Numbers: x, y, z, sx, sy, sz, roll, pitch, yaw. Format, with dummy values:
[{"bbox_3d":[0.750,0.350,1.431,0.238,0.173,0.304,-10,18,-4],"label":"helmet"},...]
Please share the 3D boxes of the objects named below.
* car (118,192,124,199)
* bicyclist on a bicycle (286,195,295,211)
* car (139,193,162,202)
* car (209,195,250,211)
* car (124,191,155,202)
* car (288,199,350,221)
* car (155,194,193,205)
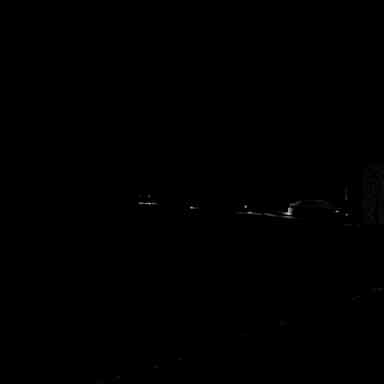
[{"bbox_3d":[-12.266,0.625,61.393,1.812,1.442,4.674,1,1,-35],"label":"car"},{"bbox_3d":[10.265,1.137,34.393,1.656,1.620,0.582,0,1,-35],"label":"bicyclist on a bicycle"},{"bbox_3d":[-6.746,0.818,53.517,1.994,1.385,4.181,1,1,-34],"label":"car"},{"bbox_3d":[3.670,1.084,33.421,2.128,1.511,4.902,1,1,-35],"label":"car"},{"bbox_3d":[-8.063,0.609,50.401,2.097,1.767,4.553,1,1,-34],"label":"car"},{"bbox_3d":[9.458,1.284,25.087,1.812,1.442,4.674,1,1,-35],"label":"car"},{"bbox_3d":[-2.086,0.975,41.710,2.033,1.411,5.357,1,1,-35],"label":"car"}]
